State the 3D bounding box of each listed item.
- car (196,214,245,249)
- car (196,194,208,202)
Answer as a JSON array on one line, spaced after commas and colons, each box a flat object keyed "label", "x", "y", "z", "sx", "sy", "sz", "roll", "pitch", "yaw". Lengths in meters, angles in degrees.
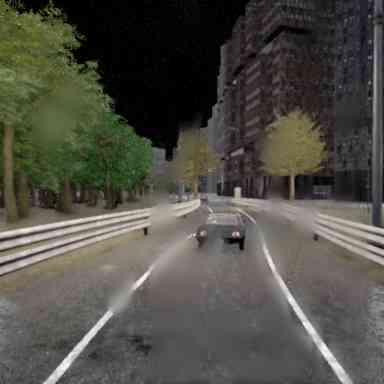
[{"label": "car", "x": 1.411, "y": 1.608, "z": 14.737, "sx": 1.895, "sy": 1.301, "sz": 4.718, "roll": 0, "pitch": 0, "yaw": 9}, {"label": "car", "x": 2.067, "y": 1.291, "z": 71.248, "sx": 2.097, "sy": 1.767, "sz": 4.553, "roll": 0, "pitch": 0, "yaw": -11}]
